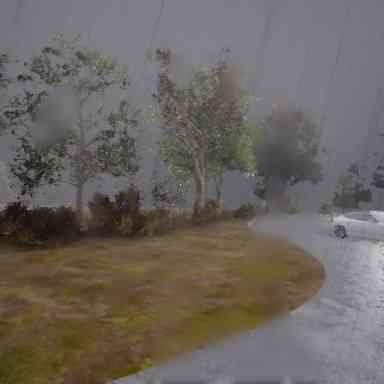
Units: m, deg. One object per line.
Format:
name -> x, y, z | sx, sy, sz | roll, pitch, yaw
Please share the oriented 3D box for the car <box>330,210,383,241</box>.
car -> 8.706, 1.618, 15.804 | 1.812, 1.442, 4.674 | 0, 0, -22
